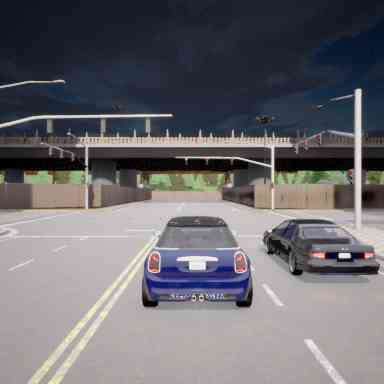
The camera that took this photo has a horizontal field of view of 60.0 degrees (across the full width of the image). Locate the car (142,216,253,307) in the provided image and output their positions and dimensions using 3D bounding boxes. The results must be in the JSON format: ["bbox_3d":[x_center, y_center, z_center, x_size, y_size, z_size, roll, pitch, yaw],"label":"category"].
[{"bbox_3d":[0.100,1.352,8.135,2.097,1.767,4.553,0,0,0],"label":"car"}]

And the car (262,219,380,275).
[{"bbox_3d":[3.600,1.547,10.356,2.033,1.411,5.357,0,0,0],"label":"car"}]
